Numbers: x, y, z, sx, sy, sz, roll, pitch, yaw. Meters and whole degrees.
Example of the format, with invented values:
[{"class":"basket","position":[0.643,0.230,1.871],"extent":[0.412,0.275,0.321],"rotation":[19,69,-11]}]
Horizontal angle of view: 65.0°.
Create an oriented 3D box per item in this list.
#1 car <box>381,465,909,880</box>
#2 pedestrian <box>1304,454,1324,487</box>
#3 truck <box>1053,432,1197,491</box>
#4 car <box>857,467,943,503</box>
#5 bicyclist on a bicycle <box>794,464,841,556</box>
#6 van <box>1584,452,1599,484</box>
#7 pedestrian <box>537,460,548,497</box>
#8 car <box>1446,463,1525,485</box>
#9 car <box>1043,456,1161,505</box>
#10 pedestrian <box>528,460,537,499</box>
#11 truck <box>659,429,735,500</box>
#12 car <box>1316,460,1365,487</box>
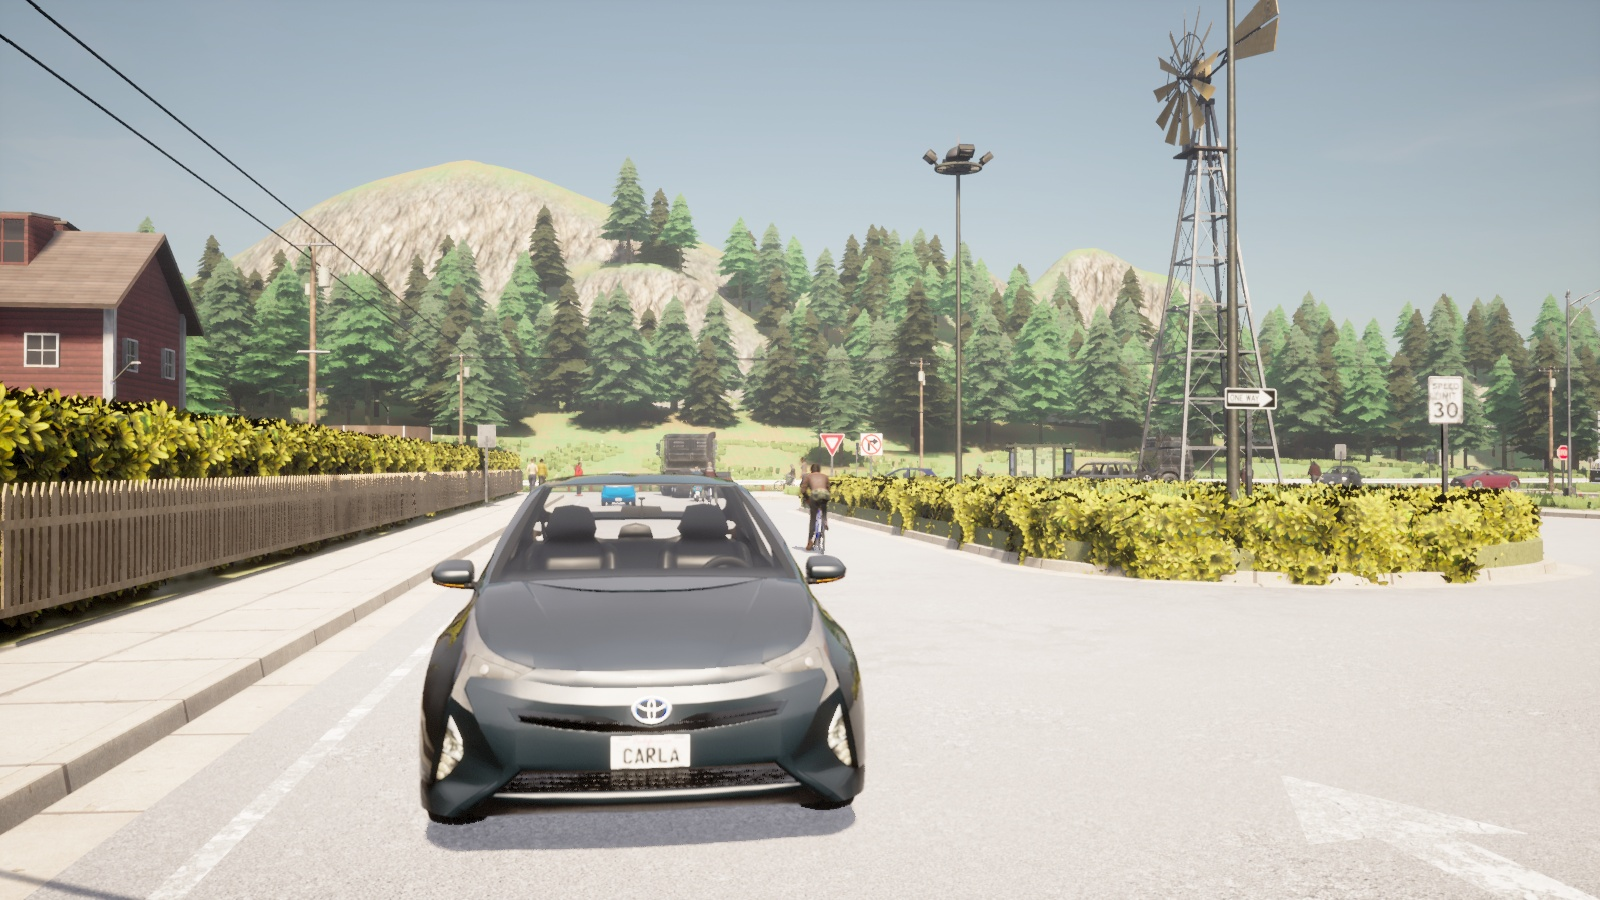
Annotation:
[{"class":"car","position":[-0.893,0.864,7.059],"extent":[2.007,1.525,4.514],"rotation":[0,-1,-8]},{"class":"pedestrian","position":[29.253,1.171,71.422],"extent":[0.634,1.844,0.899],"rotation":[0,-1,-12]},{"class":"truck","position":[19.659,0.681,76.158],"extent":[7.936,3.462,2.891],"rotation":[0,-1,-8]},{"class":"car","position":[4.358,1.518,54.319],"extent":[3.633,1.501,1.845],"rotation":[-1,-1,7]},{"class":"bicyclist on a bicycle","position":[0.303,1.072,22.963],"extent":[0.582,1.620,1.656],"rotation":[0,-1,-8]},{"class":"van","position":[53.349,1.156,80.929],"extent":[4.480,2.038,2.069],"rotation":[0,-1,-8]},{"class":"pedestrian","position":[-13.154,1.443,64.098],"extent":[0.431,1.840,0.709],"rotation":[0,-1,-2]},{"class":"car","position":[45.465,1.597,83.338],"extent":[4.181,1.385,1.994],"rotation":[-1,-1,-8]},{"class":"car","position":[12.093,1.203,50.584],"extent":[1.932,1.855,4.605],"rotation":[0,-1,-30]},{"class":"pedestrian","position":[-12.710,1.381,59.705],"extent":[0.345,1.836,0.594],"rotation":[0,-1,-7]},{"class":"truck","position":[-5.481,0.757,65.464],"extent":[2.891,3.462,7.936],"rotation":[0,-1,-13]},{"class":"car","position":[33.718,1.466,78.283],"extent":[1.851,1.617,3.988],"rotation":[-1,-1,37]}]
